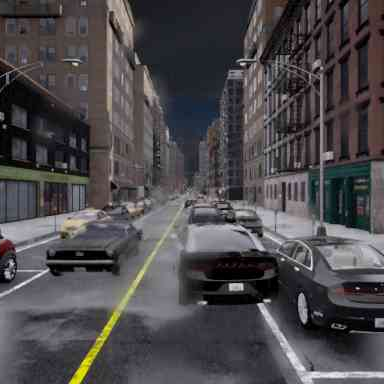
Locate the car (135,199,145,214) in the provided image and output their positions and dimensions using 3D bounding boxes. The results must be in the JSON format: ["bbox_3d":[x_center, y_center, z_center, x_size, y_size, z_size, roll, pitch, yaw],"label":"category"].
[{"bbox_3d":[-5.424,1.532,28.205,1.752,1.417,4.829,0,0,0],"label":"car"}]

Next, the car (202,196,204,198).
[{"bbox_3d":[2.579,1.530,44.785,1.752,1.417,4.829,0,0,0],"label":"car"}]

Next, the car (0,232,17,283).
[{"bbox_3d":[-5.395,1.442,6.724,1.967,1.590,4.097,0,0,0],"label":"car"}]

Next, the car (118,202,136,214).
[{"bbox_3d":[-5.417,1.571,22.962,1.947,1.339,4.313,0,0,0],"label":"car"}]

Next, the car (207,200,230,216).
[{"bbox_3d":[2.593,1.573,33.789,1.947,1.339,4.313,0,0,0],"label":"car"}]

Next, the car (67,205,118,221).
[{"bbox_3d":[-5.410,1.529,17.379,1.752,1.417,4.829,0,0,0],"label":"car"}]

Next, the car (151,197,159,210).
[{"bbox_3d":[-5.439,1.557,39.201,2.008,1.369,4.403,0,0,0],"label":"car"}]

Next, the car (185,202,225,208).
[{"bbox_3d":[0.693,1.509,18.253,1.837,1.490,4.892,0,0,0],"label":"car"}]

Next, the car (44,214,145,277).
[{"bbox_3d":[-2.760,1.603,10.401,1.895,1.301,4.718,0,0,0],"label":"car"}]

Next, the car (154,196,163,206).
[{"bbox_3d":[-5.446,1.555,44.613,2.008,1.369,4.403,0,0,0],"label":"car"}]

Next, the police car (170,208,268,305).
[{"bbox_3d":[0.513,1.427,8.285,1.930,1.638,5.238,0,0,-6],"label":"police car"}]

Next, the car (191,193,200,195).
[{"bbox_3d":[-0.078,1.476,58.796,1.882,1.535,5.008,0,0,0],"label":"car"}]

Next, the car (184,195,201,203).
[{"bbox_3d":[-0.041,1.509,45.731,1.837,1.490,4.892,0,0,1],"label":"car"}]

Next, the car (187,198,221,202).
[{"bbox_3d":[0.794,1.484,24.252,1.882,1.535,5.008,0,0,0],"label":"car"}]

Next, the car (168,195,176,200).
[{"bbox_3d":[-5.511,1.507,92.640,1.752,1.417,4.829,0,0,0],"label":"car"}]

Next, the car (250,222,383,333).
[{"bbox_3d":[2.630,1.552,6.726,2.008,1.369,4.403,0,0,0],"label":"car"}]

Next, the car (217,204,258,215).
[{"bbox_3d":[2.615,1.555,17.551,2.008,1.369,4.403,0,0,0],"label":"car"}]

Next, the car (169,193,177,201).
[{"bbox_3d":[-5.497,1.539,81.902,2.008,1.369,4.403,0,0,0],"label":"car"}]

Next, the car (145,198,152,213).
[{"bbox_3d":[-5.432,1.589,33.788,1.802,1.307,4.206,0,0,0],"label":"car"}]

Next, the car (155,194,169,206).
[{"bbox_3d":[-5.461,1.315,55.439,2.192,1.841,5.009,0,0,0],"label":"car"}]

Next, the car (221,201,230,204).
[{"bbox_3d":[2.601,1.572,28.376,1.947,1.339,4.313,0,0,0],"label":"car"}]
